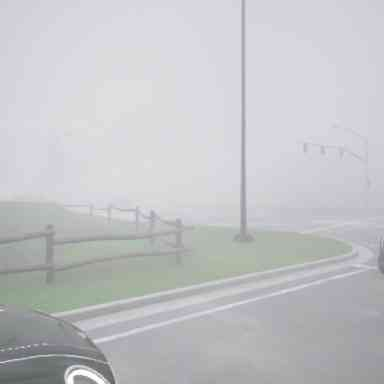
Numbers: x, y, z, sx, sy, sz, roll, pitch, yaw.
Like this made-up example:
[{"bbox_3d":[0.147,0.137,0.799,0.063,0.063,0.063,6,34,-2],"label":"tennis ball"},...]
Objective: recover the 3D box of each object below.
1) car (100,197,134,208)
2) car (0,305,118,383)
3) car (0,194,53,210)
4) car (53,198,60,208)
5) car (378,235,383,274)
[{"bbox_3d":[-10.466,1.476,46.341,4.902,1.511,2.128,0,0,17],"label":"car"},{"bbox_3d":[-2.673,1.353,1.840,4.553,1.767,2.097,0,0,-35],"label":"car"},{"bbox_3d":[-20.959,1.216,41.626,5.566,2.045,2.150,0,0,7],"label":"car"},{"bbox_3d":[-20.262,1.494,44.952,4.892,1.490,1.837,-1,-1,7],"label":"car"},{"bbox_3d":[7.081,1.344,9.566,2.097,1.767,4.553,0,0,45],"label":"car"}]
